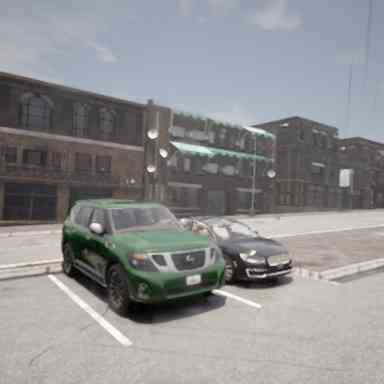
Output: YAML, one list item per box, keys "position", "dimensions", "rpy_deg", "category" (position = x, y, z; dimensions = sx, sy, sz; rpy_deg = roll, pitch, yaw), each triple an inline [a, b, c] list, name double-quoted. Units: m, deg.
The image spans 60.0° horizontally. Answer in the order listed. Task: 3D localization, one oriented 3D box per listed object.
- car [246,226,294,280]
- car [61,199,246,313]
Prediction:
- position: [0.690, 1.492, 9.886]
  dimensions: [2.231, 1.521, 4.892]
  rpy_deg: [0, 0, -35]
  category: "car"
- position: [-1.571, 1.232, 8.233]
  dimensions: [2.435, 2.045, 5.566]
  rpy_deg: [0, 0, -35]
  category: "car"
